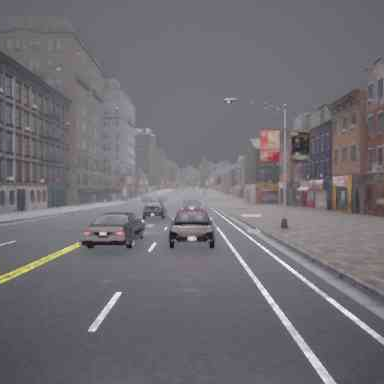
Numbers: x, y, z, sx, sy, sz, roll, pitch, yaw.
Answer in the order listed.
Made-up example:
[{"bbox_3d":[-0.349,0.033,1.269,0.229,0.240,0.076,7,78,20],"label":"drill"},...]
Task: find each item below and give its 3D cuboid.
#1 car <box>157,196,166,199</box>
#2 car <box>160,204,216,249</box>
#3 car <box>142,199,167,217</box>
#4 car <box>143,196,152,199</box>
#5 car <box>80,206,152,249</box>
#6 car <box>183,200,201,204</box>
[{"bbox_3d":[-6.500,1.657,72.254,2.033,1.411,5.357,0,0,0],"label":"car"},{"bbox_3d":[0.000,1.512,14.654,2.128,1.511,4.902,0,0,0],"label":"car"},{"bbox_3d":[-3.250,1.601,29.658,1.837,1.490,4.892,0,0,0],"label":"car"},{"bbox_3d":[-9.750,1.594,72.531,1.837,1.490,4.892,0,0,0],"label":"car"},{"bbox_3d":[-3.250,1.580,14.654,2.033,1.411,5.357,0,0,0],"label":"car"},{"bbox_3d":[0.000,1.451,29.629,2.097,1.767,4.553,0,0,0],"label":"car"}]
